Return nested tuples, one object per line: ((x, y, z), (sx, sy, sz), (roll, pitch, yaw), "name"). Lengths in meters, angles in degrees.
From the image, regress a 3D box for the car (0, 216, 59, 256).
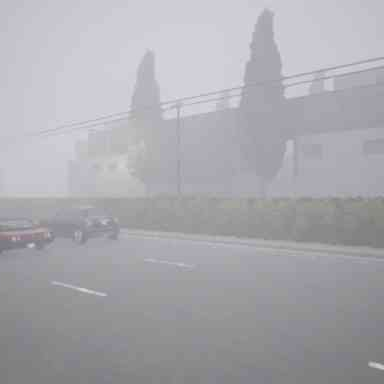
((-7.826, 1.733, 13.746), (4.718, 1.301, 1.895), (-1, 0, 36), "car")

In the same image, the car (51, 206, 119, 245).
((-5.779, 1.483, 16.586), (4.553, 1.767, 2.097), (-1, -1, 36), "car")
